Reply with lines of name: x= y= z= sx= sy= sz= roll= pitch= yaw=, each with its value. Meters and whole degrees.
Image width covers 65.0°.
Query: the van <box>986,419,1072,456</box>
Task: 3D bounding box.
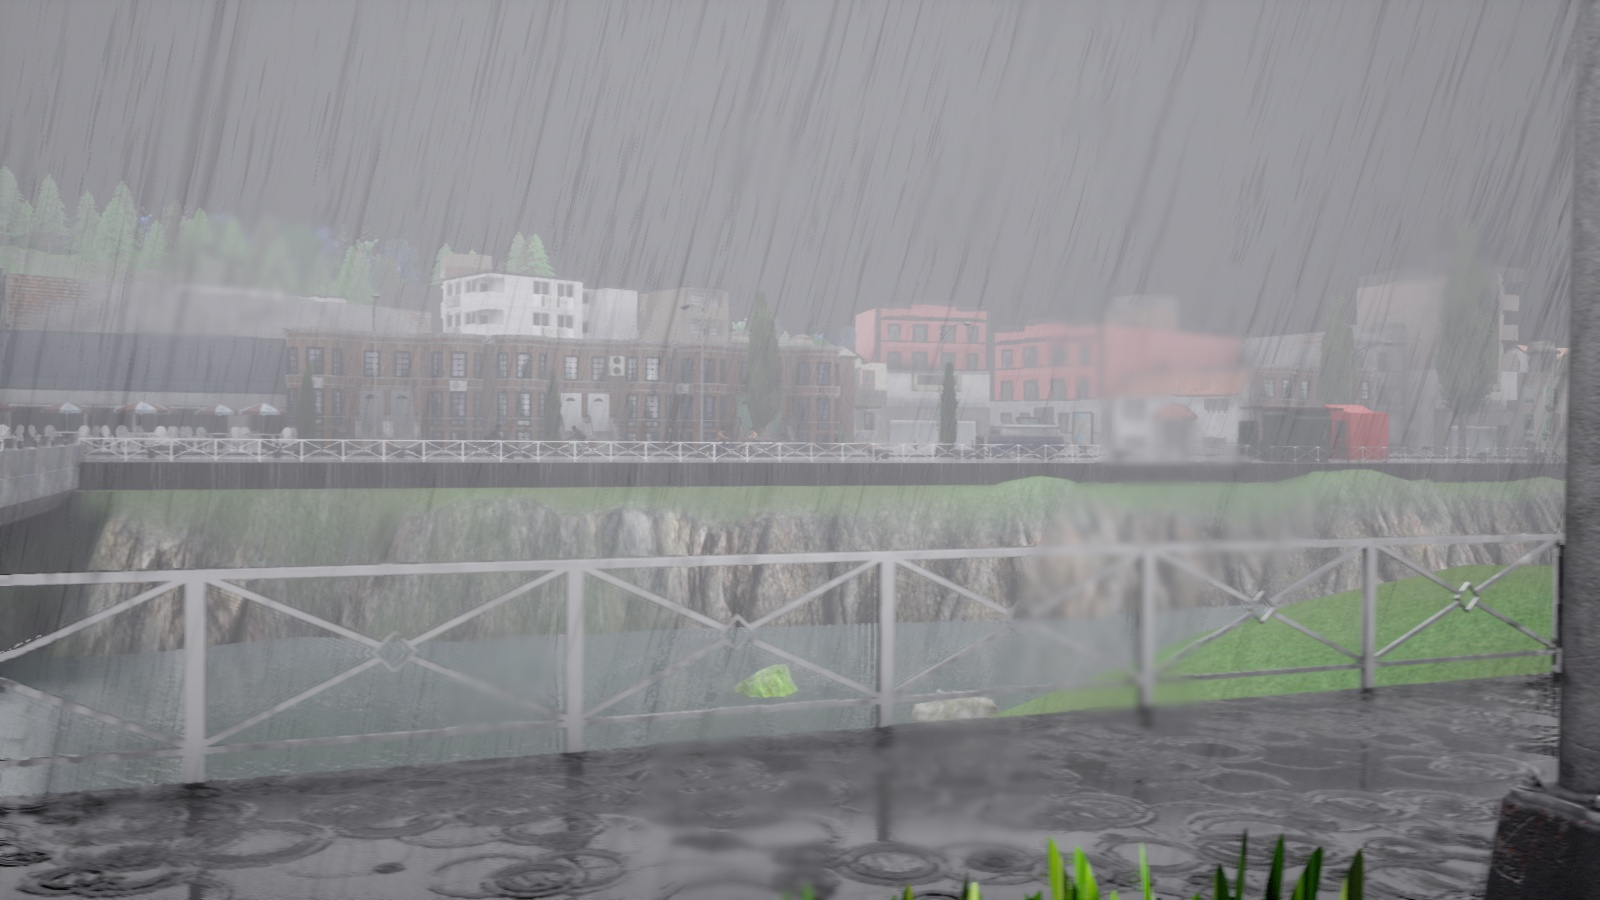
van: x=12.831 y=-0.733 z=70.353 sx=4.442 sy=1.987 sz=1.775 roll=-1 pitch=1 yaw=-21
